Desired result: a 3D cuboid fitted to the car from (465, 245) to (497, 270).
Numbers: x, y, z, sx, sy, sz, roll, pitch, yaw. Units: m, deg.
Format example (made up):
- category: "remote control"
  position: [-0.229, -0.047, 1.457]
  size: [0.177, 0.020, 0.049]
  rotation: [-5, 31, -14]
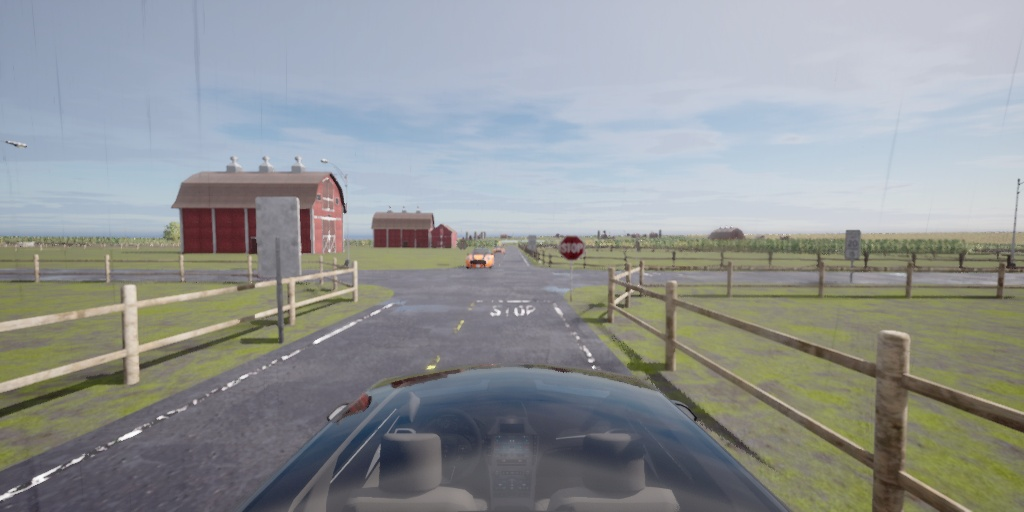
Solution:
- category: "car"
  position: [-2.587, 0.116, 29.729]
  size: [2.097, 1.767, 4.553]
  rotation: [0, 2, 0]
